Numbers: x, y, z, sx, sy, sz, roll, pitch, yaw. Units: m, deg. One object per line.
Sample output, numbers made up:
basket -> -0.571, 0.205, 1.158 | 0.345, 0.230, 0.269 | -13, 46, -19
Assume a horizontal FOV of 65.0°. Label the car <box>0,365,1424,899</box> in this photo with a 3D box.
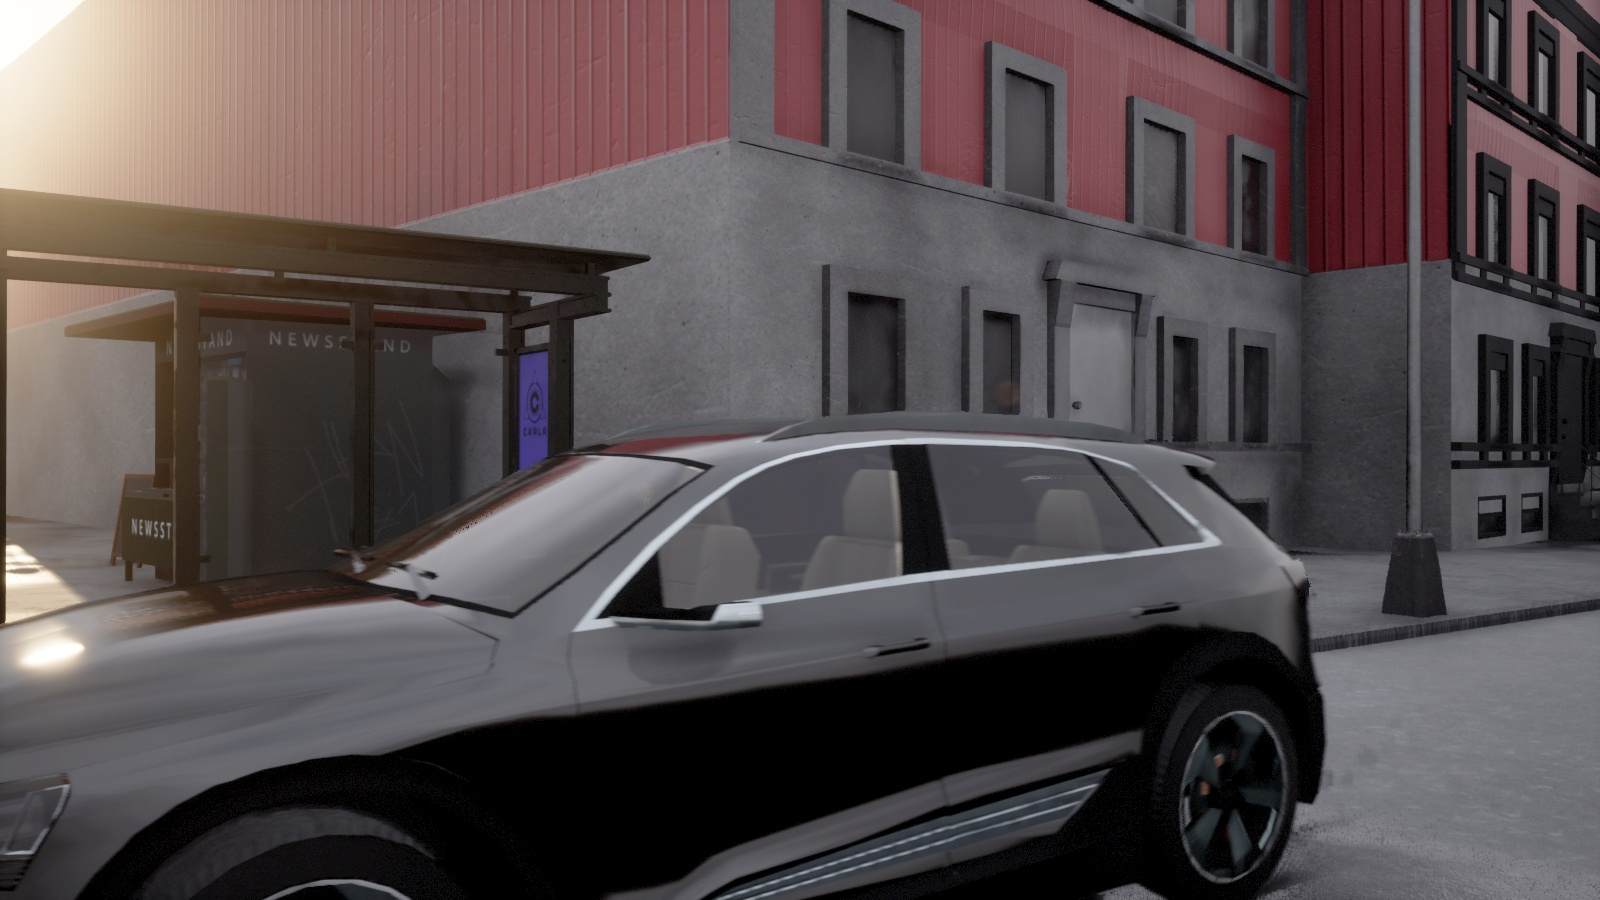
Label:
car -> -0.276, 0.685, 4.076 | 4.856, 1.649, 2.033 | 0, 0, -35
